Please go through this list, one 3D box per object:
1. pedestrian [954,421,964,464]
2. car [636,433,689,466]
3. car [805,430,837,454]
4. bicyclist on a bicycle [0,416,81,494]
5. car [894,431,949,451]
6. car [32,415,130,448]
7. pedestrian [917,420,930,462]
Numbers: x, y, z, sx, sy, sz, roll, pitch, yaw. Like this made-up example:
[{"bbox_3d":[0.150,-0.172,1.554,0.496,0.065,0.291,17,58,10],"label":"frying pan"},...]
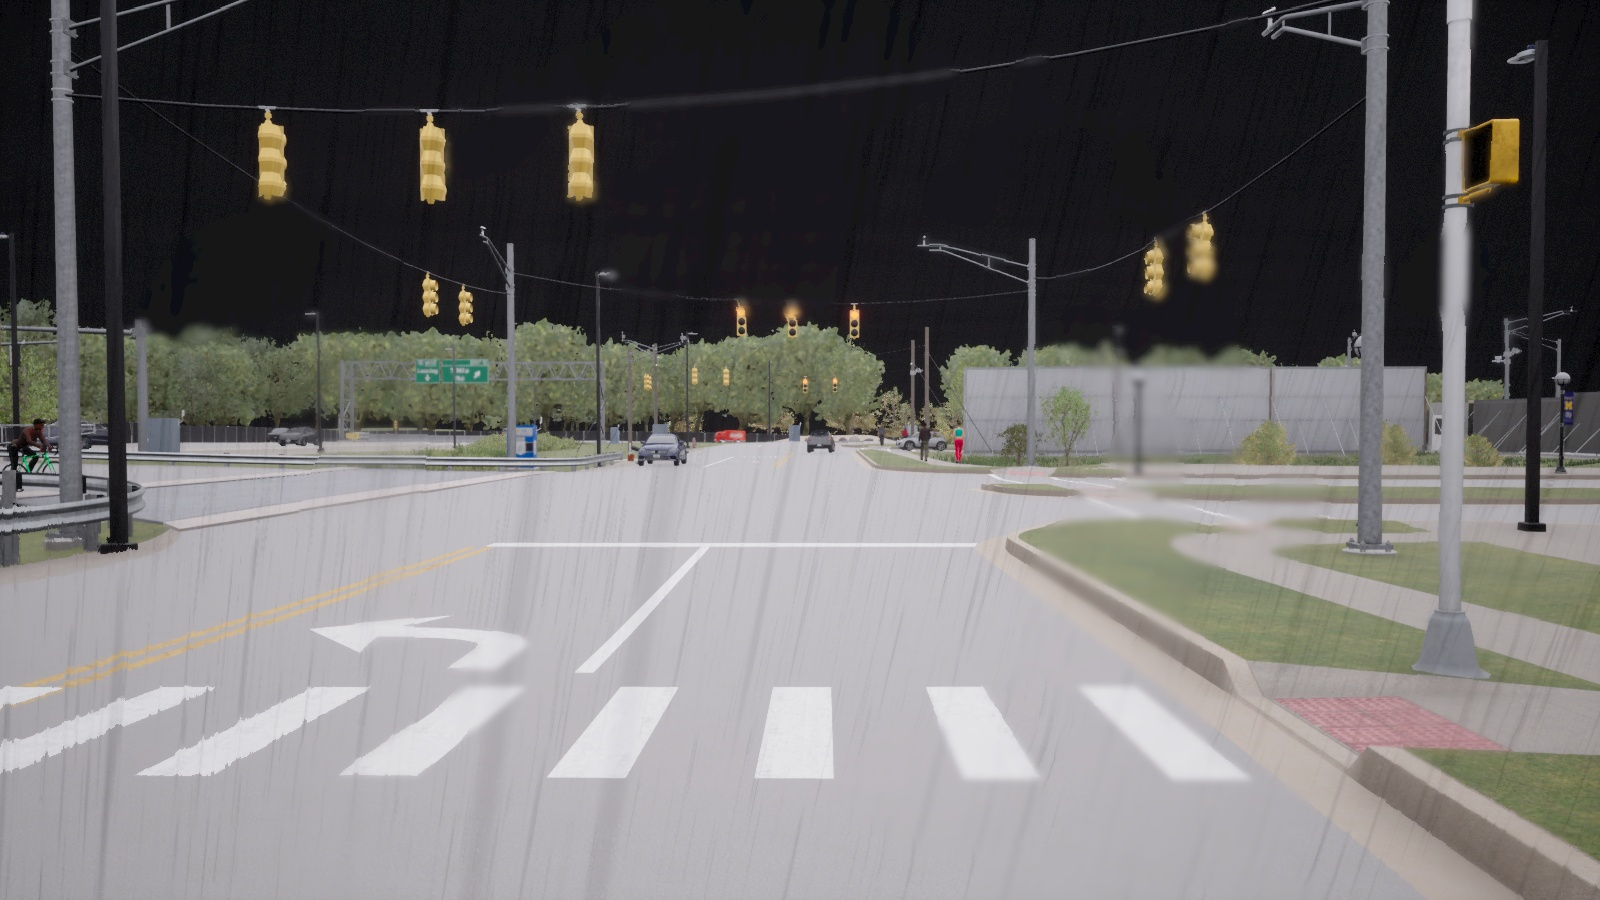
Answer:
[{"bbox_3d":[6.940,-0.334,54.889,0.345,1.836,0.594,0,2,0],"label":"pedestrian"},{"bbox_3d":[-6.297,-0.042,57.913,1.812,1.442,4.674,0,1,1],"label":"car"},{"bbox_3d":[1.421,-0.557,83.866,1.845,1.501,3.633,0,1,5],"label":"car"},{"bbox_3d":[-16.784,0.111,27.556,1.656,1.620,0.582,-2,0,8],"label":"bicyclist on a bicycle"},{"bbox_3d":[9.384,-0.709,97.242,3.806,1.475,1.970,1,2,-9],"label":"car"},{"bbox_3d":[-37.254,-0.961,65.262,2.152,1.651,5.027,0,1,1],"label":"car"},{"bbox_3d":[5.595,-0.411,56.847,0.431,1.840,0.703,0,2,-5],"label":"pedestrian"}]
